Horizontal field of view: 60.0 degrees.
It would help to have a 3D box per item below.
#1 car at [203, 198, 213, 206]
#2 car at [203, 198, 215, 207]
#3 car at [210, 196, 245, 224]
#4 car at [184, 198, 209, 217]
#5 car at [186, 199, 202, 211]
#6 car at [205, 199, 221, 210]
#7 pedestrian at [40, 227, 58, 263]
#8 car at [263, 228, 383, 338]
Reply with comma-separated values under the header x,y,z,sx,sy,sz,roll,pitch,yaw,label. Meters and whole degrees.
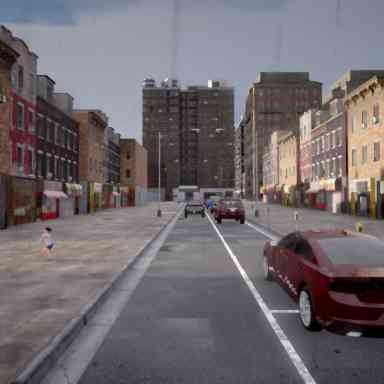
x,y,z,sx,sy,sz,roll,pitch,yaw,label
3.000,1.840,63.277,1.802,1.307,4.206,1,0,0,car
2.970,1.803,57.838,1.802,1.307,4.206,1,0,0,car
2.796,1.367,25.211,2.192,1.841,5.009,1,0,0,car
0.254,1.570,31.985,2.128,1.511,4.902,0,0,1,car
0.291,1.684,44.197,2.033,1.411,5.357,0,0,1,car
2.911,1.697,46.962,1.887,1.381,4.507,1,0,0,car
-4.264,1.540,9.929,0.500,1.100,0.500,1,-1,0,pedestrian
2.786,1.486,6.866,1.882,1.535,5.008,0,0,0,car
